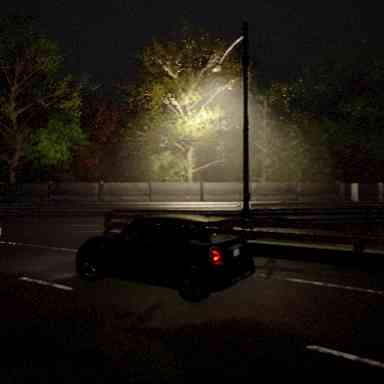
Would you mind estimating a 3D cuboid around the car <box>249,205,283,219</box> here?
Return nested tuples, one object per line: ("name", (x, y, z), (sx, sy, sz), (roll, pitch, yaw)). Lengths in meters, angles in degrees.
("car", (3.753, 1.548, 21.514), (4.181, 1.385, 1.994), (-1, 0, -5))

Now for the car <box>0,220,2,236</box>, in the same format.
("car", (-10.402, 1.247, 13.846), (5.566, 2.045, 2.150), (0, 0, 28))

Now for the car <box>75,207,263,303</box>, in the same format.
("car", (-0.834, 1.345, 8.378), (4.553, 1.767, 2.097), (0, 0, 32))
